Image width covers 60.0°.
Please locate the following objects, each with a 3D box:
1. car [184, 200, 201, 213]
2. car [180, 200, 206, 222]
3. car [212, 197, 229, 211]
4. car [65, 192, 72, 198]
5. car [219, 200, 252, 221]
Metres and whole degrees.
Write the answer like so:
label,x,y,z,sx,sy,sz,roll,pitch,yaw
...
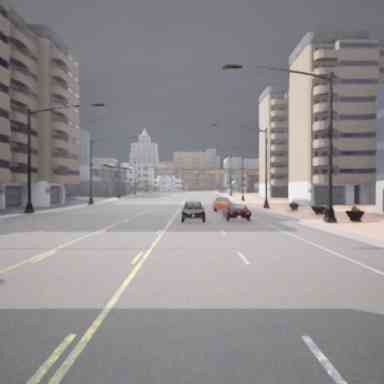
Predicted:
label,x,y,z,sx,sy,sz,roll,pitch,yaw
car,0.107,1.638,39.467,1.895,1.301,4.718,0,0,0
car,0.106,1.521,26.471,2.128,1.511,4.902,0,0,0
car,3.605,1.385,40.394,2.097,1.767,4.553,0,0,0
car,-25.965,0.641,67.661,1.970,1.475,3.806,0,2,0
car,3.606,1.631,27.514,1.895,1.301,4.718,0,0,0
